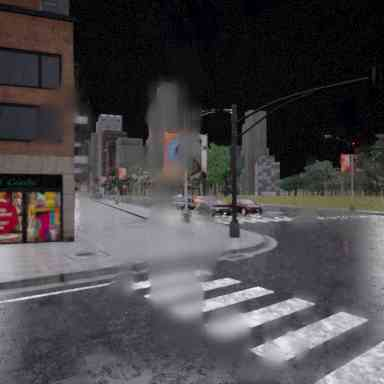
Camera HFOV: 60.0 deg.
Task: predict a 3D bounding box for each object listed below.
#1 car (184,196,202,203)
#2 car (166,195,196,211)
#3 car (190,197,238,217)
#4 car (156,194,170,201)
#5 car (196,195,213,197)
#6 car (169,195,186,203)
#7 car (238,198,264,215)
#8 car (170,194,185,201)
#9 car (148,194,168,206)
[{"bbox_3d":[0.217,1.399,64.059,1.895,1.301,4.718,0,0,-20],"label":"car"},{"bbox_3d":[-1.268,1.449,39.727,1.994,1.385,4.181,0,0,-20],"label":"car"},{"bbox_3d":[1.938,1.453,31.090,2.033,1.411,5.357,0,0,-20],"label":"car"},{"bbox_3d":[-6.284,1.195,72.243,1.837,1.490,4.892,0,0,-20],"label":"car"},{"bbox_3d":[1.836,1.225,40.713,2.097,1.767,4.553,0,0,-20],"label":"car"},{"bbox_3d":[-2.820,1.337,62.902,1.812,1.442,4.674,0,0,-20],"label":"car"},{"bbox_3d":[5.009,1.371,32.231,1.882,1.535,5.008,0,0,-21],"label":"car"},{"bbox_3d":[-3.237,1.160,73.372,1.882,1.535,5.008,0,0,-20],"label":"car"},{"bbox_3d":[-5.525,1.422,51.245,1.994,1.385,4.181,0,0,-20],"label":"car"}]
